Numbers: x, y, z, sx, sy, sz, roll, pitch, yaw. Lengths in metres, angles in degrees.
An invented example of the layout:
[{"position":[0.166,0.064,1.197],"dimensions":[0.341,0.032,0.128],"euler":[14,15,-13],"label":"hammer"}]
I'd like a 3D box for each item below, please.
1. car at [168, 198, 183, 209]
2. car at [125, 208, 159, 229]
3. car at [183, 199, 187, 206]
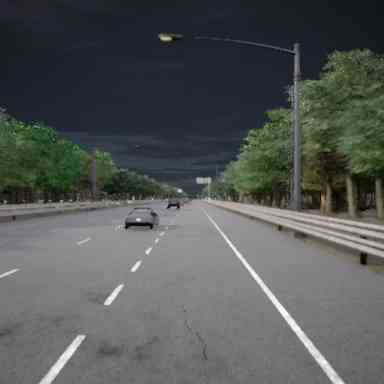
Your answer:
[{"position":[-3.295,2.120,62.365],"dimensions":[2.150,2.045,5.566],"euler":[0,-1,0],"label":"car"},{"position":[-3.471,1.799,23.585],"dimensions":[1.994,1.385,4.181],"euler":[0,-1,0],"label":"car"},{"position":[-3.092,2.915,87.472],"dimensions":[2.033,1.411,5.357],"euler":[0,-1,1],"label":"car"}]
